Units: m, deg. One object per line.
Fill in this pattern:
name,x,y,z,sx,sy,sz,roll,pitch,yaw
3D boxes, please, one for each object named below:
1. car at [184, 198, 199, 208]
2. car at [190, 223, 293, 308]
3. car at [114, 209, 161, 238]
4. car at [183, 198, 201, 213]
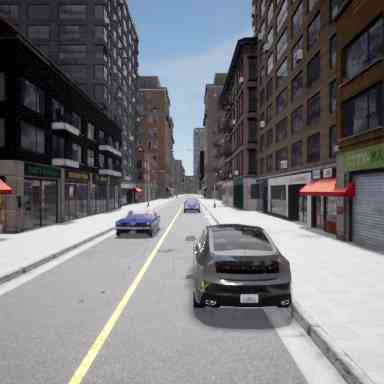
car,-0.094,1.517,47.468,1.994,1.385,4.181,0,0,0
car,0.940,1.502,7.885,1.837,1.490,4.892,0,0,0
car,-2.787,1.589,17.868,1.895,1.301,4.718,0,0,0
car,0.002,1.515,37.041,2.033,1.411,5.357,0,0,0
